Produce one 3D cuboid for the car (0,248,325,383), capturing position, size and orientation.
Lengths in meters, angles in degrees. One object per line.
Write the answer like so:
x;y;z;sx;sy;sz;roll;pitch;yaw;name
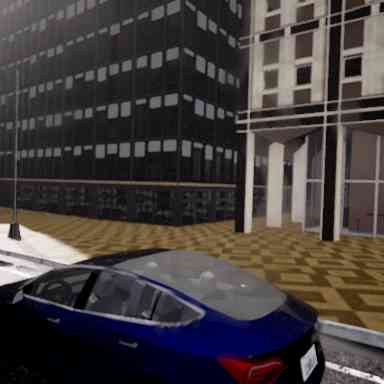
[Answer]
-0.901;1.471;4.207;4.792;1.488;2.163;1;0;36;car
